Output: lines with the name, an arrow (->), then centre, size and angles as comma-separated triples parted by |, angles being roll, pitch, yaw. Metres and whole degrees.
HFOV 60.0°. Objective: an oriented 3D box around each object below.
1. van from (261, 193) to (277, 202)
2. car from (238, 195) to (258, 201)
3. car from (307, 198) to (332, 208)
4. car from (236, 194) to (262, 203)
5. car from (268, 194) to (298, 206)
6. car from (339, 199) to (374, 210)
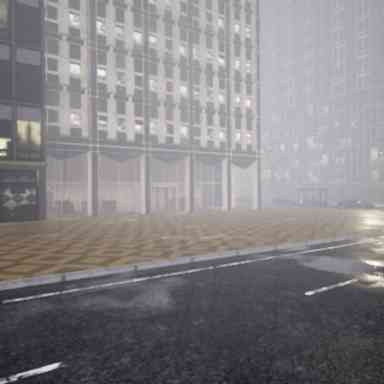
van -> 15.056, 1.051, 66.036 | 1.690, 1.788, 3.998 | 0, 1, -34
car -> 11.841, 1.241, 70.726 | 1.802, 1.307, 4.206 | 0, 1, -34
car -> 17.694, 1.546, 47.177 | 1.802, 1.307, 4.206 | 0, 1, -34
car -> 10.415, 1.384, 62.664 | 1.895, 1.301, 4.718 | -1, 1, -34
car -> 14.528, 1.480, 51.897 | 1.947, 1.339, 4.313 | 0, 1, -34
car -> 20.895, 1.579, 42.478 | 1.947, 1.339, 4.313 | 0, 1, -34
